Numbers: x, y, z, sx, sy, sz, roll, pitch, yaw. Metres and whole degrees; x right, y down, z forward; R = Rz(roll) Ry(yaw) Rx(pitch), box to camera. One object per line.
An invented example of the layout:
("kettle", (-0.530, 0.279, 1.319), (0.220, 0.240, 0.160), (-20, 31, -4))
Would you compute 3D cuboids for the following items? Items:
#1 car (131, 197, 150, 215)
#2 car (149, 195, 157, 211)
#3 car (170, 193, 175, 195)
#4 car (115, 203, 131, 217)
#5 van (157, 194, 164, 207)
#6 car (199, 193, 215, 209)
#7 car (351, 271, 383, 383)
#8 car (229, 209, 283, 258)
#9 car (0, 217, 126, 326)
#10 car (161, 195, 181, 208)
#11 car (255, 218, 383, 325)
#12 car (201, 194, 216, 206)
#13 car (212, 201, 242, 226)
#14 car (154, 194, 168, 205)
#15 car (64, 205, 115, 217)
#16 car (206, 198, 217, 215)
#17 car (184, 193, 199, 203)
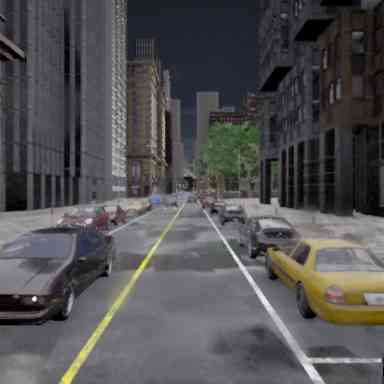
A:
("car", (-5.768, 1.536, 34.292), (1.752, 1.417, 4.829), (0, 0, 0))
("car", (-5.769, 1.450, 39.949), (1.967, 1.590, 4.097), (0, 0, 0))
("car", (-5.776, 1.565, 78.364), (1.947, 1.339, 4.313), (0, 0, 0))
("car", (-5.767, 1.593, 23.486), (1.802, 1.307, 4.206), (0, 0, 0))
("van", (-5.771, 1.349, 50.924), (1.690, 1.788, 3.998), (0, 0, 0))
("car", (2.379, 1.360, 45.204), (2.097, 1.767, 4.553), (0, 0, 0))
("car", (2.762, 1.567, 1.531), (1.947, 1.339, 4.313), (0, 0, 0))
("car", (2.760, 1.557, 12.505), (2.008, 1.369, 4.403), (0, 0, 0))
("car", (-3.093, 1.552, 7.580), (2.033, 1.411, 5.357), (0, 0, 0))
("car", (-3.075, 1.514, 49.545), (1.837, 1.490, 4.892), (0, 0, 0))
("car", (2.761, 1.529, 7.188), (1.752, 1.417, 4.829), (0, 0, 0))
("car", (2.753, 1.322, 56.400), (2.192, 1.841, 5.009), (0, 0, 0))
("car", (2.759, 1.560, 23.479), (2.008, 1.369, 4.403), (0, 0, 0))
("car", (-5.773, 1.322, 61.900), (2.192, 1.841, 5.009), (0, 0, 0))
("car", (-5.766, 1.450, 17.998), (1.967, 1.590, 4.097), (0, 0, 0))
("car", (2.757, 1.575, 34.453), (1.947, 1.339, 4.313), (0, 0, 0))
("car", (0.013, 1.498, 66.540), (2.128, 1.511, 4.902), (0, 0, 0))
